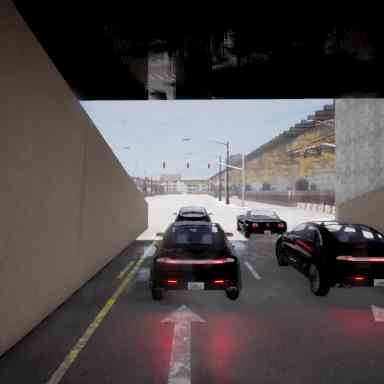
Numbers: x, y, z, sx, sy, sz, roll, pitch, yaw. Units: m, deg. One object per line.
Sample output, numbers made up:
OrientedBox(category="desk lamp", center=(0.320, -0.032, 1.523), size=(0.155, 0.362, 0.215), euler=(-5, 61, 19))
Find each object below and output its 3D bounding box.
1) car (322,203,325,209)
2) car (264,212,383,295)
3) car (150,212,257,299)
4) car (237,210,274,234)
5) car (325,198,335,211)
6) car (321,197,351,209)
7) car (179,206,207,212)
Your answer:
OrientedBox(category="car", center=(17.424, 1.452, 40.149), size=(2.038, 1.542, 4.974), euler=(0, 0, 45))
OrientedBox(category="car", center=(3.567, 1.491, 8.680), size=(2.128, 1.511, 4.902), euler=(0, 0, 0))
OrientedBox(category="car", center=(0.067, 1.492, 8.467), size=(2.128, 1.511, 4.902), euler=(0, 0, 0))
OrientedBox(category="car", center=(3.549, 1.601, 17.833), size=(1.895, 1.301, 4.718), euler=(0, 0, 0))
OrientedBox(category="car", center=(17.332, 1.453, 35.542), size=(2.038, 1.542, 4.974), euler=(0, 0, -35))
OrientedBox(category="car", center=(17.460, 1.295, 40.186), size=(1.853, 1.218, 4.536), euler=(0, 0, 45))
OrientedBox(category="car", center=(0.049, 1.505, 17.587), size=(1.837, 1.490, 4.892), euler=(0, 0, 0))
